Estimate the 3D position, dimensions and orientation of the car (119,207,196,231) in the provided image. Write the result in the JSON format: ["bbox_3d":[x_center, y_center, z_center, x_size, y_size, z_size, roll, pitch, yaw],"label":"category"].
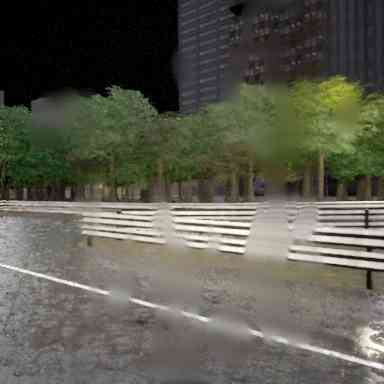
[{"bbox_3d":[-2.278,1.554,19.764,4.718,1.301,1.895,0,0,15],"label":"car"}]
